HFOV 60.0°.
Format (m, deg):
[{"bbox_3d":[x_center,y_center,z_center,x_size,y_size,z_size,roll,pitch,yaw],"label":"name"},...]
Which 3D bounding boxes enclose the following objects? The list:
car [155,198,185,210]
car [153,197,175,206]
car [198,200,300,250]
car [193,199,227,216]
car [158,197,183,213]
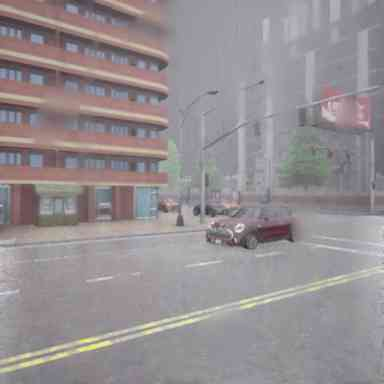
[{"bbox_3d":[-3.072,1.610,45.040,1.837,1.490,4.892,0,0,-35],"label":"car"},{"bbox_3d":[-5.164,1.662,60.547,1.812,1.442,4.674,0,0,-35],"label":"car"},{"bbox_3d":[2.763,1.399,14.687,4.553,1.767,2.097,0,0,-40],"label":"car"},{"bbox_3d":[1.884,1.653,31.892,1.994,1.385,4.181,0,0,-35],"label":"car"},{"bbox_3d":[-3.089,1.440,38.976,2.097,1.767,4.553,0,0,-35],"label":"car"}]
